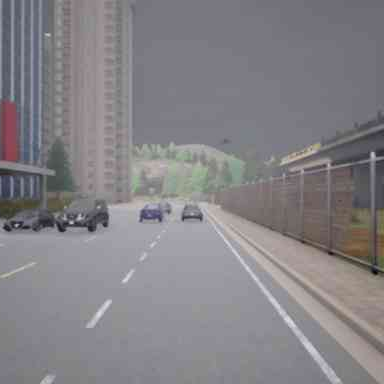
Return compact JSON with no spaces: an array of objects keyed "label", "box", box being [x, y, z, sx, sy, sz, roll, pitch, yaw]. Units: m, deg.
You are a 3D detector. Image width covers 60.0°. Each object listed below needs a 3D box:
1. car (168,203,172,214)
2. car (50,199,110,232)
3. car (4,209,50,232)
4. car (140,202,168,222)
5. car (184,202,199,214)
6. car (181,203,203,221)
[{"label":"car","box":[-3.617,2.041,43.164,2.033,1.411,5.357,0,-1,0]},{"label":"car","box":[-7.080,1.477,22.267,2.150,2.045,5.566,0,-1,0]},{"label":"car","box":[-10.580,1.839,22.087,1.994,1.385,4.181,0,-1,0]},{"label":"car","box":[-3.509,1.824,30.046,1.882,1.535,5.008,0,-1,0]},{"label":"car","box":[-0.113,2.100,44.363,1.895,1.301,4.718,0,-1,0]},{"label":"car","box":[-0.007,1.914,31.136,1.994,1.385,4.181,0,-1,-1]}]
